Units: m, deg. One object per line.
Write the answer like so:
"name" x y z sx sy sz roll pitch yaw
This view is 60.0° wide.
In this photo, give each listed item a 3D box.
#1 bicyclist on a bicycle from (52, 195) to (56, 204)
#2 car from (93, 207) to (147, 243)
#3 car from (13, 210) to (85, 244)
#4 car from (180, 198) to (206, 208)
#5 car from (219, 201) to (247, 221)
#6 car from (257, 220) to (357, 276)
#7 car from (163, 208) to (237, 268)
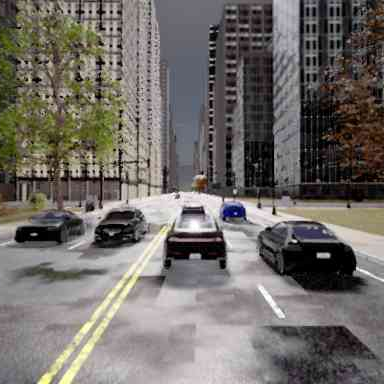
"bicyclist on a bicycle" -25.155 1.432 60.709 0.582 1.620 1.656 0 -1 2
"car" -3.346 1.520 16.253 1.837 1.490 4.892 0 0 0
"car" -6.596 1.579 15.848 1.994 1.385 4.181 0 0 0
"car" 0.097 1.510 26.933 2.128 1.511 4.902 0 0 0
"car" 3.347 1.499 27.930 1.882 1.535 5.008 0 0 0
"car" 3.342 1.576 10.441 1.994 1.385 4.181 0 0 0
"car" 0.095 1.504 11.289 2.128 1.511 4.902 0 0 0
